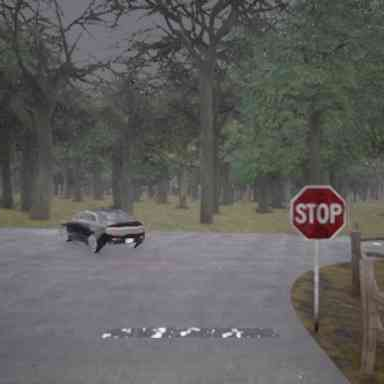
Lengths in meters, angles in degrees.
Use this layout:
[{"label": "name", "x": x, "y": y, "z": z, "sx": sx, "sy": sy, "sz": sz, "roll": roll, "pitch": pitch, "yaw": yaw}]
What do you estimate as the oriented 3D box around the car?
[{"label": "car", "x": -3.799, "y": 1.442, "z": 13.584, "sx": 2.128, "sy": 1.511, "sz": 4.902, "roll": 2, "pitch": 0, "yaw": -41}]
